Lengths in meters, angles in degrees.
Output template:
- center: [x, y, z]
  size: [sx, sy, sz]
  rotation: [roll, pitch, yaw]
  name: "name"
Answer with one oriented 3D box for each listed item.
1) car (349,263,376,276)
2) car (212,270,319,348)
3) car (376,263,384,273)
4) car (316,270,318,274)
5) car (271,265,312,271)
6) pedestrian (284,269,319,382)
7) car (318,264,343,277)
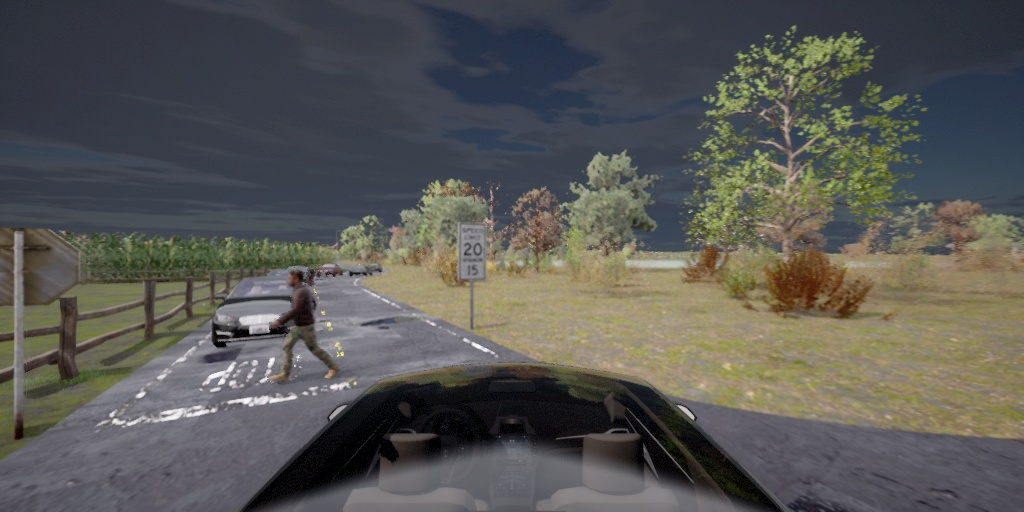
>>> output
- center: [-18.123, 1.680, 43.158]
  size: [1.994, 1.385, 4.181]
  rotation: [0, -1, -11]
  name: "car"
- center: [-6.620, 1.321, 9.793]
  size: [2.128, 1.511, 4.902]
  rotation: [0, 0, -30]
  name: "car"
- center: [-20.198, 1.722, 52.841]
  size: [1.812, 1.442, 4.674]
  rotation: [0, -1, -14]
  name: "car"
- center: [-16.092, 1.486, 27.105]
  size: [1.837, 1.490, 4.892]
  rotation: [0, 0, -25]
  name: "car"
- center: [-11.257, 1.393, 17.891]
  size: [2.128, 1.511, 4.902]
  rotation: [0, 0, -29]
  name: "car"
- center: [-3.374, 1.083, 5.751]
  size: [0.375, 1.860, 0.375]
  rotation: [-1, 1, -30]
  name: "pedestrian"
- center: [-20.916, 1.624, 41.238]
  size: [1.812, 1.442, 4.674]
  rotation: [0, -1, -11]
  name: "car"
